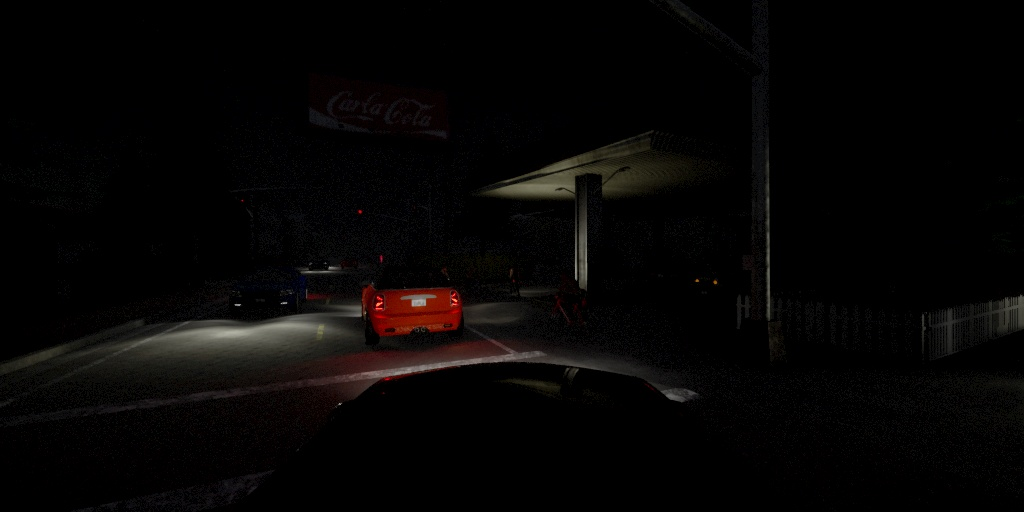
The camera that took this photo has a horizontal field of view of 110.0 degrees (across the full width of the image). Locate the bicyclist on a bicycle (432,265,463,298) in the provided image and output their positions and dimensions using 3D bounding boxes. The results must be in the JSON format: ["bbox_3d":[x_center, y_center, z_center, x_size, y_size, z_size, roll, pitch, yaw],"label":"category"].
[{"bbox_3d":[-3.204,1.237,16.513,1.656,1.620,0.582,1,0,35],"label":"bicyclist on a bicycle"}]

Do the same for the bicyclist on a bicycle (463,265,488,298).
[{"bbox_3d":[-1.948,1.267,17.941,1.656,1.620,0.582,1,0,-23],"label":"bicyclist on a bicycle"}]

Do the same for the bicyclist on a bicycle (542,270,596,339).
[{"bbox_3d":[1.403,1.181,8.962,0.582,1.620,1.656,3,-2,-45],"label":"bicyclist on a bicycle"}]

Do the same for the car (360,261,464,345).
[{"bbox_3d":[-2.829,1.002,9.502,2.097,1.767,4.553,0,0,-24],"label":"car"}]

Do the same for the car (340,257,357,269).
[{"bbox_3d":[-23.951,0.960,52.672,2.097,1.767,4.553,0,0,-26],"label":"car"}]

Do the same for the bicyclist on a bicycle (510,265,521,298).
[{"bbox_3d":[0.156,1.271,18.132,0.582,1.620,1.656,0,0,14],"label":"bicyclist on a bicycle"}]

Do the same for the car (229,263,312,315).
[{"bbox_3d":[-8.951,1.149,13.517,1.882,1.535,5.008,1,-1,-25],"label":"car"}]

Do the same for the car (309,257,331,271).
[{"bbox_3d":[-24.993,0.975,46.385,2.097,1.767,4.553,0,0,-26],"label":"car"}]
